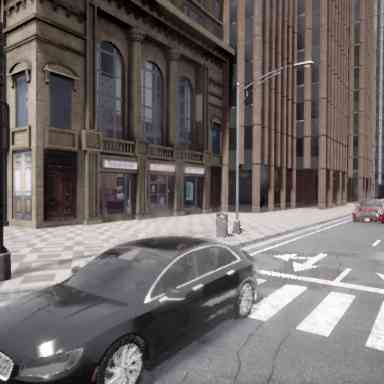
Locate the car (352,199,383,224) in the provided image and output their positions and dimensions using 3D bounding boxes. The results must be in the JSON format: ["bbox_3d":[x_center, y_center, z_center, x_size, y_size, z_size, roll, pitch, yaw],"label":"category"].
[{"bbox_3d":[13.575,1.368,25.124,2.097,1.767,4.553,1,0,35],"label":"car"}]

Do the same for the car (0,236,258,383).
[{"bbox_3d":[-0.593,1.540,5.234,1.837,1.490,4.892,1,1,35],"label":"car"}]
